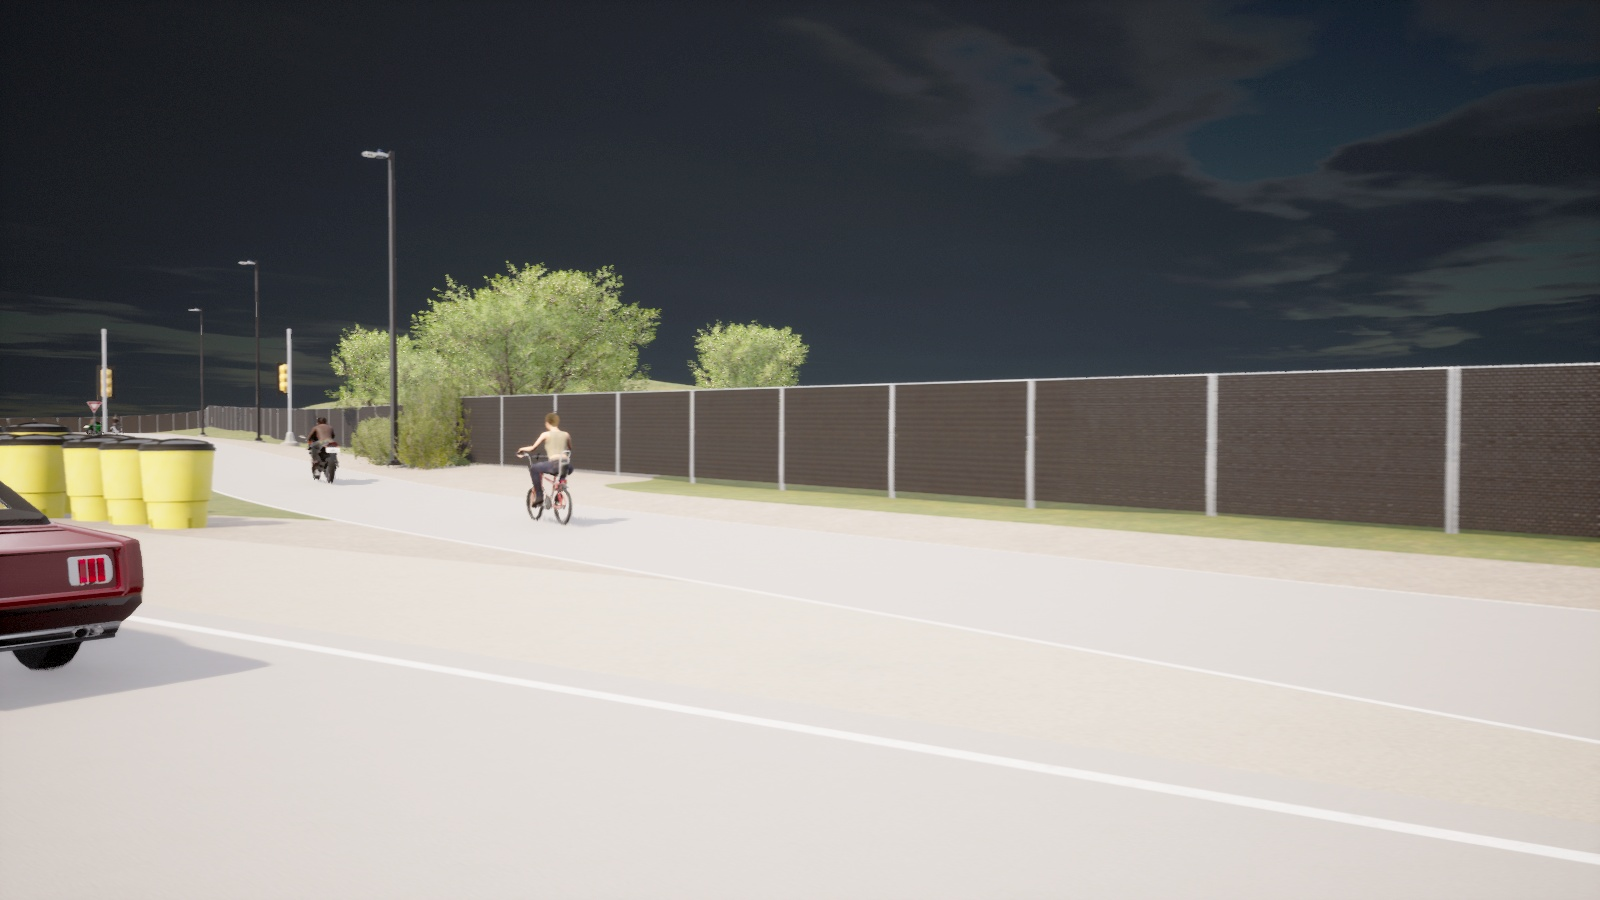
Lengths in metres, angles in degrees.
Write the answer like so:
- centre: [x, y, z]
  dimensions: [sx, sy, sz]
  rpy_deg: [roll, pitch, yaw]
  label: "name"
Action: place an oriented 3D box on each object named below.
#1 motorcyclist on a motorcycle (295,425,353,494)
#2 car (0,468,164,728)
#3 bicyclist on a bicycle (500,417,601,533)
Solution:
- centre: [-10.945, 0.195, 28.851]
  dimensions: [0.797, 1.523, 2.044]
  rpy_deg: [-2, 2, -33]
  label: "motorcyclist on a motorcycle"
- centre: [-6.137, 0.787, 7.703]
  dimensions: [4.718, 1.301, 1.895]
  rpy_deg: [0, 1, 34]
  label: "car"
- centre: [-3.648, 0.332, 18.291]
  dimensions: [0.866, 1.612, 1.509]
  rpy_deg: [-1, 1, -36]
  label: "bicyclist on a bicycle"
